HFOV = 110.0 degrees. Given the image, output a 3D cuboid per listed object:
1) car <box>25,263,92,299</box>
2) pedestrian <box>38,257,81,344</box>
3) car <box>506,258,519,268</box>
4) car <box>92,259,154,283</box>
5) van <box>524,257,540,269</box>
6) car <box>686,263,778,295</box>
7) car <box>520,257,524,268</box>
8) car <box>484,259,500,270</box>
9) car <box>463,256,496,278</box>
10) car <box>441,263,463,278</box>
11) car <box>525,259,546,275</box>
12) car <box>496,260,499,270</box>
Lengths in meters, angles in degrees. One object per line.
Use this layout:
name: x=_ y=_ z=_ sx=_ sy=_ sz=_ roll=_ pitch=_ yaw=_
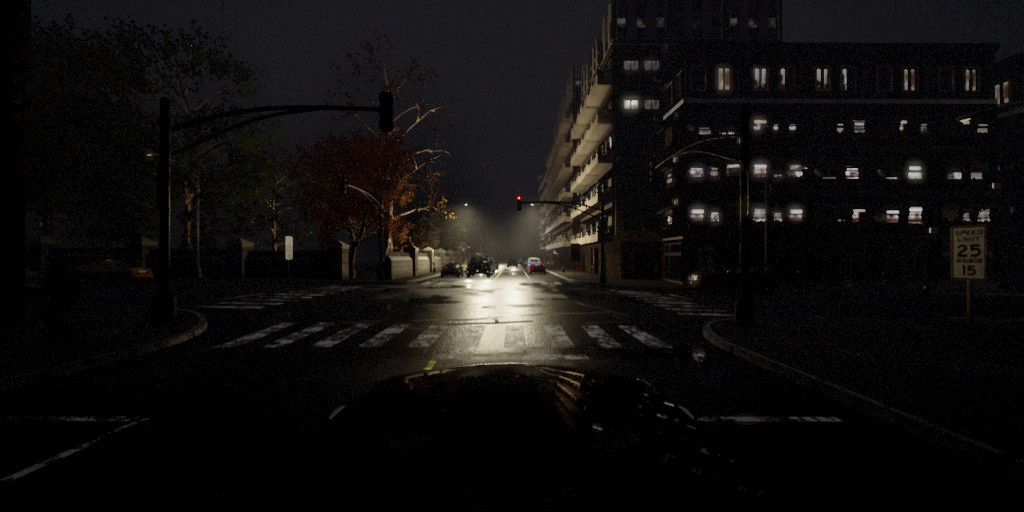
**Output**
car: x=-18.945 y=1.005 z=13.365 sx=4.207 sy=1.307 sz=1.802 roll=0 pitch=0 yaw=0
pedestrian: x=-9.357 y=0.890 z=7.453 sx=0.375 sy=1.860 sz=0.375 roll=0 pitch=0 yaw=0
car: x=0.093 y=1.293 z=62.667 sx=1.837 sy=1.490 sz=4.892 roll=0 pitch=0 yaw=0
car: x=-24.713 y=0.879 z=21.700 sx=4.829 sy=1.417 sz=1.751 roll=0 pitch=0 yaw=0
van: x=2.758 y=1.108 z=45.623 sx=1.690 sy=1.789 sz=3.998 roll=0 pitch=0 yaw=0
car: x=13.480 y=1.349 z=22.005 sx=5.009 sy=1.841 sz=2.192 roll=0 pitch=0 yaw=0
car: x=2.775 y=1.220 z=56.884 sx=1.967 sy=1.591 sz=4.097 roll=0 pitch=0 yaw=0
car: x=-3.008 y=1.269 z=55.013 sx=2.128 sy=1.511 sz=4.902 roll=0 pitch=0 yaw=0
car: x=-3.036 y=0.980 z=34.662 sx=2.150 sy=2.045 sz=5.566 roll=0 pitch=0 yaw=1
car: x=-5.640 y=1.324 z=34.376 sx=1.948 sy=1.339 sz=4.313 roll=0 pitch=0 yaw=0
car: x=2.749 y=1.307 z=39.993 sx=1.888 sy=1.381 sz=4.507 roll=0 pitch=0 yaw=0
car: x=-3.032 y=1.314 z=44.914 sx=2.033 sy=1.411 sz=5.357 roll=0 pitch=0 yaw=0
